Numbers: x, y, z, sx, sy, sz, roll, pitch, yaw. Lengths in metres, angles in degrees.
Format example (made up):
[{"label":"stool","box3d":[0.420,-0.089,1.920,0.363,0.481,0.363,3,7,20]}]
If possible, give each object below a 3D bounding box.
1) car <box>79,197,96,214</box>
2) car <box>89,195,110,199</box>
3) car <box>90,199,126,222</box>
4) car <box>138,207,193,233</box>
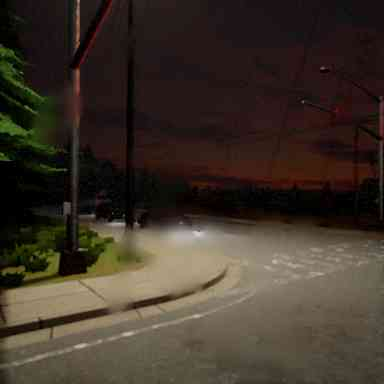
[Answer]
[{"label":"car","box3d":[-12.447,1.569,36.283,1.882,1.535,5.008,0,0,-34]},{"label":"car","box3d":[-12.023,1.335,42.207,2.150,2.045,5.566,0,0,-34]},{"label":"car","box3d":[-6.595,1.595,27.689,1.837,1.490,4.892,0,0,-34]},{"label":"car","box3d":[-1.696,1.653,20.503,1.994,1.385,4.181,0,0,-34]}]
